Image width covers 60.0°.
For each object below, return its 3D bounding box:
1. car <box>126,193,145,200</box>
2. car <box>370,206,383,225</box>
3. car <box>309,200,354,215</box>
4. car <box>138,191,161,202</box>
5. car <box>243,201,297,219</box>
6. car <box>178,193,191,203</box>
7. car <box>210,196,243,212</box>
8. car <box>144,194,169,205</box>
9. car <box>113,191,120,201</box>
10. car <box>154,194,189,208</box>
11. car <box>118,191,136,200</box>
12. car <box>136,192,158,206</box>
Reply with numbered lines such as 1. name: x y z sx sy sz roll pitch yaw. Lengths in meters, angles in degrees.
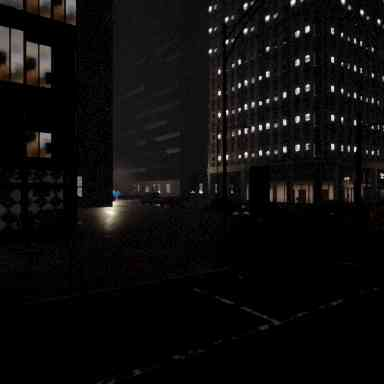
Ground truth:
1. car: -11.540 0.864 67.781 1.947 1.339 4.313 1 0 -36
2. car: 14.008 1.387 20.905 5.008 1.535 1.882 1 1 45
3. car: 13.007 1.377 31.239 1.802 1.307 4.206 1 0 -32
4. car: -7.324 0.779 57.543 2.097 1.767 4.553 0 1 -35
5. car: 6.389 1.399 26.546 1.802 1.307 4.206 1 0 -32
6. car: -1.892 0.926 54.336 1.967 1.590 4.097 1 0 -35
7. car: 3.836 1.205 35.345 2.128 1.511 4.902 0 1 -32
8. car: -5.302 1.085 49.440 1.994 1.385 4.181 0 1 -34
9. car: -15.008 0.919 58.874 1.887 1.381 4.507 1 0 -35
10. car: -2.509 1.211 40.500 1.802 1.307 4.206 1 0 -33
11. car: -13.144 0.876 65.716 1.994 1.385 4.181 0 1 -36
12. car: -5.459 1.094 44.996 1.752 1.417 4.829 1 0 -33
